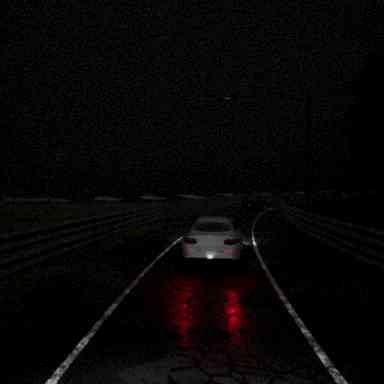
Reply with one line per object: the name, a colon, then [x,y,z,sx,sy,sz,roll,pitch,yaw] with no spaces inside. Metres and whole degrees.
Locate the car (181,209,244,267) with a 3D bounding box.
car: [0.776,1.491,11.317,1.812,1.442,4.674,0,0,7]

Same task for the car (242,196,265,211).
car: [6.708,1.191,36.070,1.882,1.535,5.008,0,1,20]
